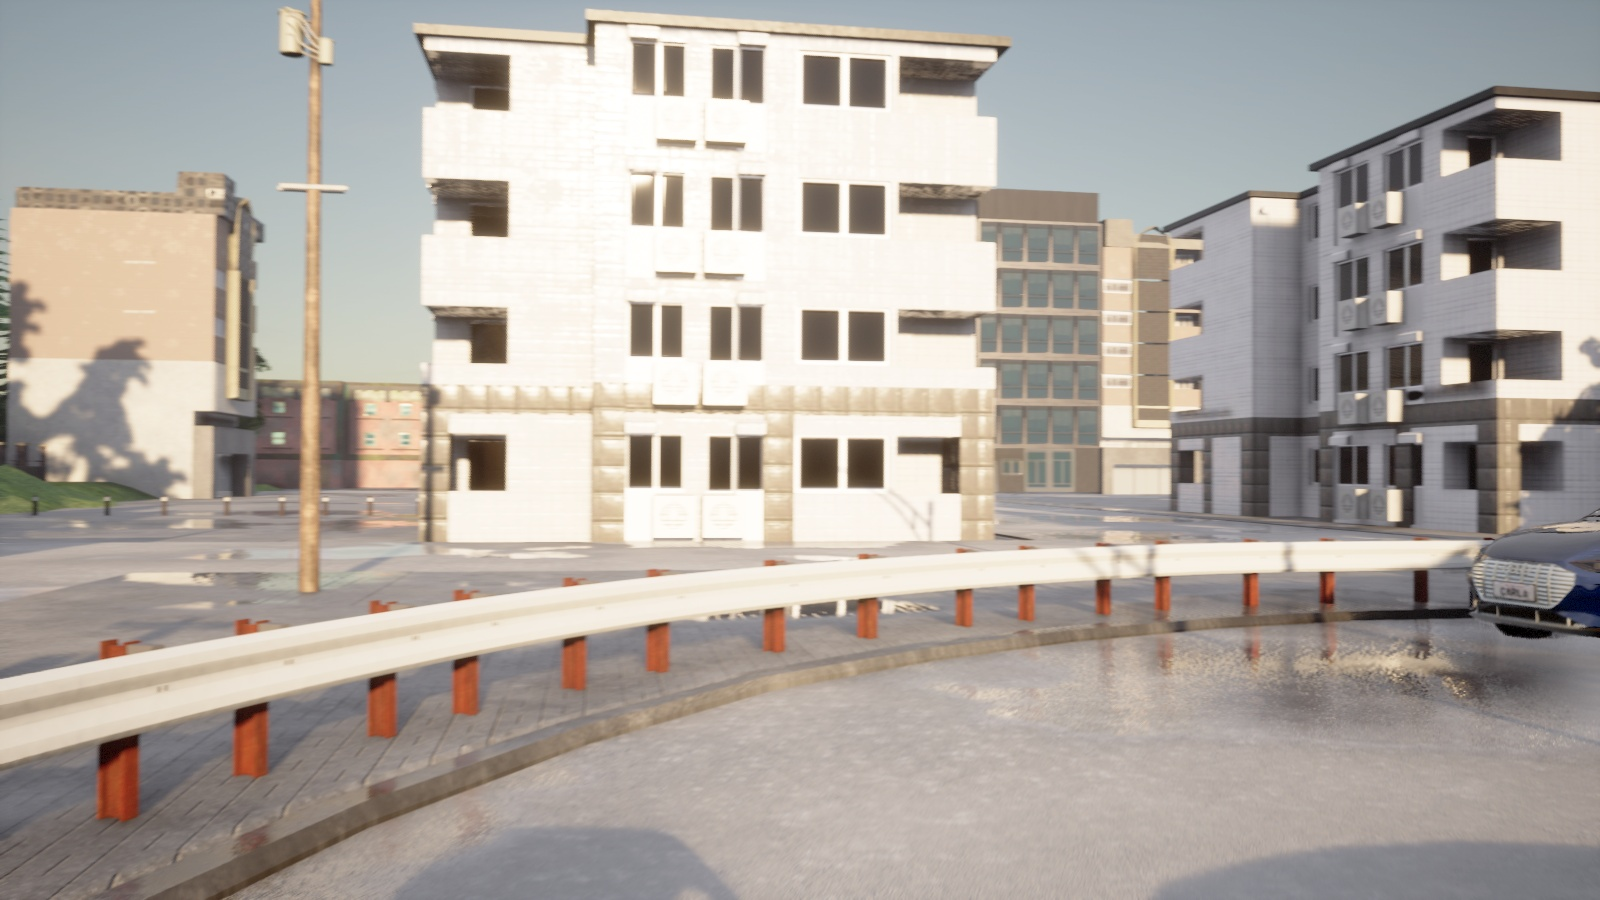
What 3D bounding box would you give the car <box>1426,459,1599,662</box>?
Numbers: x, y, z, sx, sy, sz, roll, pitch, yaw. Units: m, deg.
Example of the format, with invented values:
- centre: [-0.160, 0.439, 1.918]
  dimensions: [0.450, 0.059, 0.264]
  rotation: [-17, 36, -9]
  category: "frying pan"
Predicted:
- centre: [8.630, 0.918, 11.673]
  dimensions: [4.856, 1.649, 2.033]
  rotation: [0, -1, -14]
  category: "car"
